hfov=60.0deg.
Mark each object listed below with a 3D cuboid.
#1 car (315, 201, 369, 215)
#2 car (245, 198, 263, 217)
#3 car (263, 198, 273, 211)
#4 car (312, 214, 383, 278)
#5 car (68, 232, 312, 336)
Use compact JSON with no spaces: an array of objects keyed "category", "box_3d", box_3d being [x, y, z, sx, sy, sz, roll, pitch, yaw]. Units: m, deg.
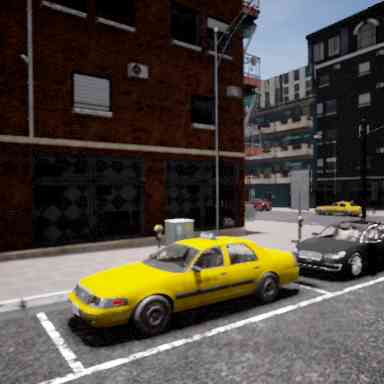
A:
[{"category":"car","box_3d":[14.062,1.535,31.558,1.752,1.417,4.829,-1,1,-36]},{"category":"car","box_3d":[4.124,1.578,31.047,1.967,1.590,4.097,-1,1,-36]},{"category":"car","box_3d":[7.721,1.478,40.421,1.967,1.590,4.097,-1,1,-36]},{"category":"car","box_3d":[4.872,1.561,10.046,4.403,1.369,2.008,0,-1,-35]},{"category":"car","box_3d":[0.121,1.530,6.659,4.829,1.417,1.752,0,-1,-35]}]
